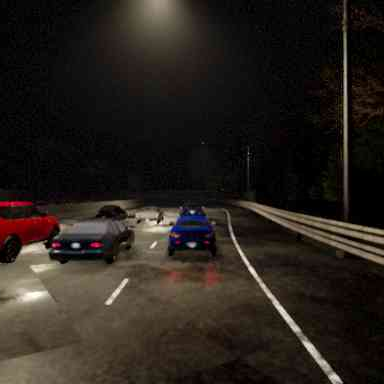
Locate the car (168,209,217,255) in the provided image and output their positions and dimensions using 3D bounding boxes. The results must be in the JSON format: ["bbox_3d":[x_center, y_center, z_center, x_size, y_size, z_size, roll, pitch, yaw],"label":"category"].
[{"bbox_3d":[0.029,1.679,13.883,1.812,1.442,4.674,0,0,1],"label":"car"}]

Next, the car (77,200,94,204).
[{"bbox_3d":[-20.995,2.320,67.390,2.128,1.511,4.902,0,-1,0],"label":"car"}]

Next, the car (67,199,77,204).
[{"bbox_3d":[-24.495,2.296,67.390,1.837,1.490,4.892,0,-1,0],"label":"car"}]

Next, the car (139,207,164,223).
[{"bbox_3d":[-3.479,1.918,28.233,1.895,1.301,4.718,0,-1,0],"label":"car"}]

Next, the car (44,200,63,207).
[{"bbox_3d":[-27.995,2.320,67.390,1.812,1.442,4.674,0,-1,0],"label":"car"}]

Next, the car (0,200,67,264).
[{"bbox_3d":[-6.988,1.364,12.551,2.150,2.045,5.566,0,0,0],"label":"car"}]

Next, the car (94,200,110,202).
[{"bbox_3d":[-17.495,2.335,67.389,2.033,1.411,5.357,0,-1,0],"label":"car"}]

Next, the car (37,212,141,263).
[{"bbox_3d":[-3.488,1.686,12.514,2.033,1.411,5.357,0,-1,0],"label":"car"}]

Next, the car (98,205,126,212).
[{"bbox_3d":[-6.969,1.850,28.886,1.812,1.442,4.674,0,0,1],"label":"car"}]

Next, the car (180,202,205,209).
[{"bbox_3d":[0.027,1.670,28.411,2.097,1.767,4.553,0,-1,1],"label":"car"}]
